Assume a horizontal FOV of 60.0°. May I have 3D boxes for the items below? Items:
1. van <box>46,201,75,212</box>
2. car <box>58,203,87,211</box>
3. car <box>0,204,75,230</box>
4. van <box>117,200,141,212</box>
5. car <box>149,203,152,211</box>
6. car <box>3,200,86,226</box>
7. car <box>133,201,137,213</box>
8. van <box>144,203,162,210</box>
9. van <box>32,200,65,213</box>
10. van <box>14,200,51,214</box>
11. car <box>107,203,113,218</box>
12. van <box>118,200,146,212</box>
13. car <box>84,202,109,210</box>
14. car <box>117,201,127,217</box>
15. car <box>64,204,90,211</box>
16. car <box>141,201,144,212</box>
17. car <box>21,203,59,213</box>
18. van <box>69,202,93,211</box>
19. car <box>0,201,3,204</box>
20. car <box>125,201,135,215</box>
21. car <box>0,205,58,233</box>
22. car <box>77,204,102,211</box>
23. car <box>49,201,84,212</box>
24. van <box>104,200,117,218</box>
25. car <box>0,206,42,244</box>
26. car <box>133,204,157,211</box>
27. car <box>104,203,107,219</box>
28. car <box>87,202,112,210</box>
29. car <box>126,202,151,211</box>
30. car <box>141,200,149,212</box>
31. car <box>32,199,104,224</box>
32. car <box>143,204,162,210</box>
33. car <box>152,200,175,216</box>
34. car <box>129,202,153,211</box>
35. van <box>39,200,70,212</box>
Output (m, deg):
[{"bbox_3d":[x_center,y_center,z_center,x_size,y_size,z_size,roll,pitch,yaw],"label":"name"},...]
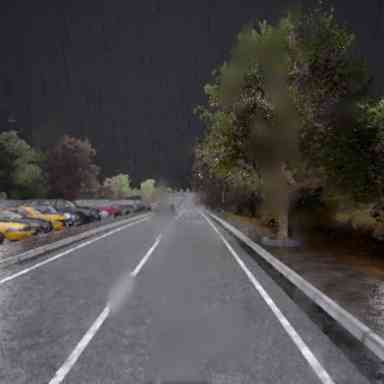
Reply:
[{"bbox_3d":[-23.597,2.573,59.718,4.442,1.987,1.878,0,-2,0],"label":"van"},{"bbox_3d":[-23.481,3.036,65.369,5.008,1.535,2.097,0,-2,0],"label":"car"},{"bbox_3d":[-10.369,1.698,20.881,5.008,1.535,2.097,0,-1,0],"label":"car"},{"bbox_3d":[-10.273,2.182,48.636,4.442,1.987,1.878,0,-1,0],"label":"van"},{"bbox_3d":[-10.398,2.915,62.482,5.008,1.535,2.097,0,-2,0],"label":"car"},{"bbox_3d":[-10.396,1.638,23.661,4.553,1.767,2.185,0,-1,0],"label":"car"},{"bbox_3d":[-10.390,2.376,45.854,4.674,1.452,2.002,0,-1,0],"label":"car"},{"bbox_3d":[-10.548,3.855,90.228,4.442,1.987,1.878,0,-2,0],"label":"van"},{"bbox_3d":[-23.358,2.340,54.175,4.442,1.987,1.878,0,-2,0],"label":"van"},{"bbox_3d":[-23.353,2.185,48.785,4.442,1.987,1.878,0,-1,0],"label":"van"},{"bbox_3d":[-10.376,2.016,31.977,4.674,1.452,2.002,0,-1,0],"label":"car"},{"bbox_3d":[-10.281,2.457,56.944,4.442,1.987,1.878,0,-2,0],"label":"van"},{"bbox_3d":[-23.475,3.483,81.987,5.566,2.045,2.435,0,-2,0],"label":"car"},{"bbox_3d":[-10.384,2.120,37.529,5.008,1.535,2.097,0,-1,0],"label":"car"},{"bbox_3d":[-23.487,3.192,68.136,4.674,1.452,2.002,0,-2,0],"label":"car"},{"bbox_3d":[-10.422,2.509,51.411,4.792,1.488,2.163,0,-2,0],"label":"car"},{"bbox_3d":[-23.478,2.482,51.548,5.008,1.535,2.097,0,-1,0],"label":"car"},{"bbox_3d":[-23.608,3.038,70.788,4.442,1.987,1.878,0,-2,0],"label":"van"},{"bbox_3d":[-23.454,2.123,37.703,5.008,1.535,2.097,0,-1,0],"label":"car"},{"bbox_3d":[-10.354,2.293,43.078,4.792,1.488,2.163,0,-1,0],"label":"car"},{"bbox_3d":[-10.365,1.643,18.110,4.892,1.521,2.231,0,-1,0],"label":"car"},{"bbox_3d":[-23.492,3.501,76.440,5.008,1.535,2.097,0,-2,0],"label":"car"},{"bbox_3d":[-23.455,2.664,62.487,5.566,2.045,2.435,0,-2,0],"label":"car"},{"bbox_3d":[-10.493,1.822,34.759,4.442,1.987,1.878,0,-1,0],"label":"van"},{"bbox_3d":[-10.171,1.591,15.342,5.366,1.575,1.946,0,-1,0],"label":"car"},{"bbox_3d":[-10.408,3.383,73.577,4.892,1.521,2.231,0,-2,0],"label":"car"},{"bbox_3d":[-10.400,1.934,29.203,4.792,1.488,2.163,0,-1,0],"label":"car"},{"bbox_3d":[-23.477,3.599,84.755,5.566,2.045,2.435,0,-2,0],"label":"car"},{"bbox_3d":[-10.375,2.906,65.261,4.553,1.767,2.185,0,-2,0],"label":"car"},{"bbox_3d":[-10.424,2.315,54.171,5.566,2.045,2.435,0,-2,0],"label":"car"},{"bbox_3d":[-10.339,1.581,26.435,5.566,2.045,2.435,0,-1,0],"label":"car"},{"bbox_3d":[-10.399,3.994,87.444,4.792,1.488,2.163,0,-2,0],"label":"car"},{"bbox_3d":[-3.399,2.012,42.923,2.150,2.045,5.566,0,-2,0],"label":"car"},{"bbox_3d":[-10.378,3.023,68.035,4.553,1.767,2.185,0,-2,0],"label":"car"},{"bbox_3d":[-23.594,2.462,57.075,4.442,1.987,1.878,0,-2,0],"label":"van"}]
